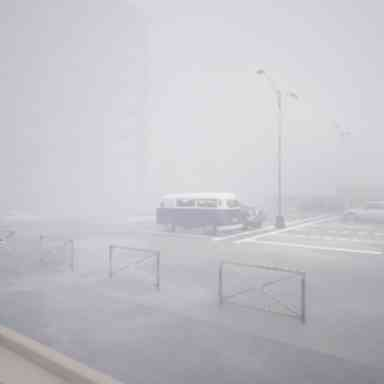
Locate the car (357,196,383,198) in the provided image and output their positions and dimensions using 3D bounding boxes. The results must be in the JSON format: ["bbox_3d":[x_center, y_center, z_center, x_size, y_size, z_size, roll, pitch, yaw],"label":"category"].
[{"bbox_3d":[15.309,1.153,26.867,4.605,1.855,1.932,0,0,36],"label":"car"}]

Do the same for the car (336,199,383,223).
[{"bbox_3d":[12.090,1.396,22.311,3.806,1.475,1.970,0,0,36],"label":"car"}]

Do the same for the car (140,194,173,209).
[{"bbox_3d":[-5.838,1.519,52.963,2.033,1.411,5.357,0,0,36],"label":"car"}]
